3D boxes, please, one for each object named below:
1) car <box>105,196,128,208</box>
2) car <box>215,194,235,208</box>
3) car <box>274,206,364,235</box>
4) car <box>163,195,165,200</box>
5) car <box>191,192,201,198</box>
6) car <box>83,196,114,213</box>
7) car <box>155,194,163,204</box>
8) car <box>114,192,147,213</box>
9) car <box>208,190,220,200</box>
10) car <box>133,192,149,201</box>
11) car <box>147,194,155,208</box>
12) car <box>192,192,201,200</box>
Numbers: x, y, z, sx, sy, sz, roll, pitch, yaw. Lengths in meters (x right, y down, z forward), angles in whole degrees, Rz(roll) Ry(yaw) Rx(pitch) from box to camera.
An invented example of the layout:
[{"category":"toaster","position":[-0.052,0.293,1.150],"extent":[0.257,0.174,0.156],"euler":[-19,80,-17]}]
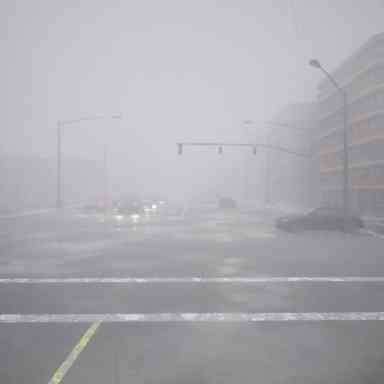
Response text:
[{"category":"car","position":[-9.793,1.314,43.557],"extent":[1.994,1.385,4.181],"euler":[0,1,0]},{"category":"car","position":[4.404,1.324,42.768],"extent":[1.994,1.385,4.181],"euler":[0,1,0]},{"category":"car","position":[6.858,1.495,18.147],"extent":[4.674,1.442,1.812],"euler":[0,0,-1]},{"category":"car","position":[-6.185,1.012,62.863],"extent":[1.895,1.301,4.718],"euler":[0,1,1]},{"category":"car","position":[0.912,0.649,75.820],"extent":[2.033,1.411,5.357],"euler":[0,1,0]},{"category":"car","position":[-9.821,1.225,34.915],"extent":[2.097,1.767,4.553],"euler":[0,1,0]},{"category":"car","position":[-6.257,1.080,52.734],"extent":[2.128,1.511,4.902],"euler":[0,1,0]},{"category":"car","position":[-6.323,1.226,34.571],"extent":[2.097,1.767,4.553],"euler":[0,1,0]},{"category":"car","position":[4.482,0.565,66.821],"extent":[2.150,2.045,5.566],"euler":[0,1,0]},{"category":"car","position":[-9.679,0.896,63.252],"extent":[2.128,1.511,4.902],"euler":[0,1,1]},{"category":"car","position":[-6.293,1.277,43.453],"extent":[1.812,1.442,4.674],"euler":[0,1,0]},{"category":"car","position":[0.880,0.959,65.843],"extent":[1.895,1.301,4.718],"euler":[0,1,0]}]
